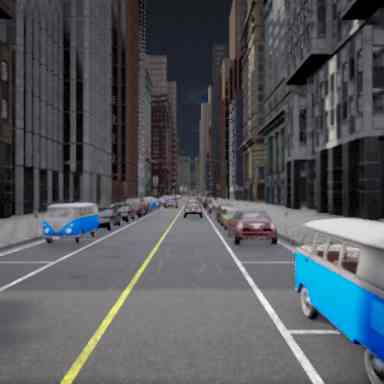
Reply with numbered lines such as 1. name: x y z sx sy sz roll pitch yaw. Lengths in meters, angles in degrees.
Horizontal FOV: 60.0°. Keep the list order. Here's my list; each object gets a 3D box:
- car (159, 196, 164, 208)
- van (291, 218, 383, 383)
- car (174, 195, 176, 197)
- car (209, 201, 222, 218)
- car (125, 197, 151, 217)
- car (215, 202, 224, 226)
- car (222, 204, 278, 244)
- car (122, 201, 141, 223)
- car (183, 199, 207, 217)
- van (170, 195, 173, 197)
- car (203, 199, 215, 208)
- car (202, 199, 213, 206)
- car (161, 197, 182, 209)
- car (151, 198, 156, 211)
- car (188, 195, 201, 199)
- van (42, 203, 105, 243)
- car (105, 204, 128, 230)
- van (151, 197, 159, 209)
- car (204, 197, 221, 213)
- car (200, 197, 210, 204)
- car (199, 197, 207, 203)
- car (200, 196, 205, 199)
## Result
1. car: -5.734 1.720 49.975 1.967 1.590 4.097 0 0 0
2. van: 2.762 1.369 4.890 1.690 1.788 3.998 0 0 0
3. car: -5.713 2.023 83.794 2.008 1.369 4.403 0 0 0
4. car: 2.777 1.704 27.434 2.008 1.369 4.403 0 0 0
5. car: -5.745 1.500 33.066 2.192 1.841 5.009 0 0 0
6. car: 2.774 1.648 21.968 1.752 1.417 4.829 0 0 0
7. car: 2.770 1.531 16.162 1.967 1.590 4.097 0 0 0
8. car: -5.748 1.719 27.428 1.947 1.339 4.313 0 0 0
9. car: 0.118 1.736 33.801 2.033 1.411 5.357 0 0 0
10. van: -5.721 1.747 72.522 1.690 1.788 3.998 0 0 0
11. car: 2.794 1.855 55.615 1.887 1.381 4.507 0 0 0
12. car: 2.798 1.908 61.251 1.947 1.339 4.313 0 0 0
13. car: -3.032 1.842 49.644 1.994 1.385 4.181 0 0 0
14. car: -5.741 1.761 38.702 1.887 1.381 4.507 0 0 0
15. car: 0.038 1.645 52.556 2.097 1.767 4.553 0 0 0
16. van: -5.756 1.432 16.156 1.690 1.788 3.998 0 0 0
17. car: -5.751 1.688 21.791 1.947 1.339 4.313 0 0 0
18. van: -5.738 1.589 44.339 1.690 1.788 3.998 0 0 0
19. car: 2.784 1.656 38.706 1.967 1.590 4.097 0 0 0
20. car: 2.804 1.846 72.523 1.967 1.590 4.097 0 0 0
21. car: 2.812 2.038 83.795 1.947 1.339 4.313 0 0 0
22. car: 2.790 1.594 49.980 2.192 1.841 5.009 0 0 0
